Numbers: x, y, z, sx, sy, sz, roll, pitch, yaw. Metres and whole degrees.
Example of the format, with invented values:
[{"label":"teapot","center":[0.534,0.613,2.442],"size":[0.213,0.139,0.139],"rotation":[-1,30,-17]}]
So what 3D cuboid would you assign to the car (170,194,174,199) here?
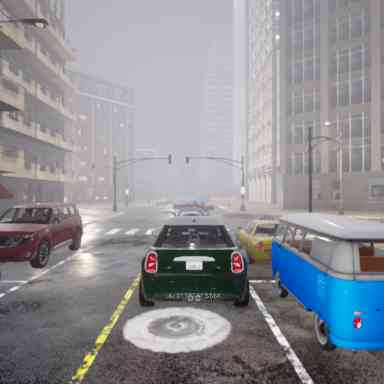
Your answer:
[{"label":"car","center":[-5.440,1.556,71.549],"size":[1.967,1.590,4.097],"rotation":[0,0,0]}]

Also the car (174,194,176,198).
[{"label":"car","center":[-5.451,1.700,77.101],"size":[1.947,1.339,4.313],"rotation":[0,0,0]}]

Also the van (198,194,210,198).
[{"label":"van","center":[2.460,1.424,60.458],"size":[1.690,1.788,3.998],"rotation":[0,0,0]}]

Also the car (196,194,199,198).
[{"label":"car","center":[2.419,1.698,82.667],"size":[1.887,1.381,4.507],"rotation":[0,0,0]}]

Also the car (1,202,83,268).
[{"label":"car","center":[-5.329,1.320,11.442],"size":[2.192,1.841,5.009],"rotation":[0,0,0]}]

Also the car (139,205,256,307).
[{"label":"car","center":[0.049,1.355,8.147],"size":[2.097,1.767,4.553],"rotation":[0,0,0]}]

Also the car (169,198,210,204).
[{"label":"car","center":[0.093,1.635,36.724],"size":[4.718,1.301,1.895],"rotation":[0,0,40]}]

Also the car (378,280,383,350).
[{"label":"car","center":[2.569,1.525,0.563],"size":[1.752,1.417,4.829],"rotation":[0,0,0]}]

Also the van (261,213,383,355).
[{"label":"van","center":[2.561,1.343,5.926],"size":[1.690,1.788,3.998],"rotation":[0,0,0]}]

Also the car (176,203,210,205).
[{"label":"car","center":[-0.031,1.535,17.190],"size":[1.812,1.442,4.674],"rotation":[0,0,0]}]

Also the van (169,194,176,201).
[{"label":"van","center":[-5.480,1.535,93.757],"size":[1.690,1.788,3.998],"rotation":[0,0,0]}]

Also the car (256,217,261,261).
[{"label":"car","center":[2.549,1.530,11.633],"size":[1.752,1.417,4.829],"rotation":[0,0,0]}]

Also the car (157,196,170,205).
[{"label":"car","center":[-5.420,1.608,60.273],"size":[1.752,1.417,4.829],"rotation":[0,0,0]}]

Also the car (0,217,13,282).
[{"label":"car","center":[-5.320,1.442,5.906],"size":[1.967,1.590,4.097],"rotation":[0,0,0]}]
